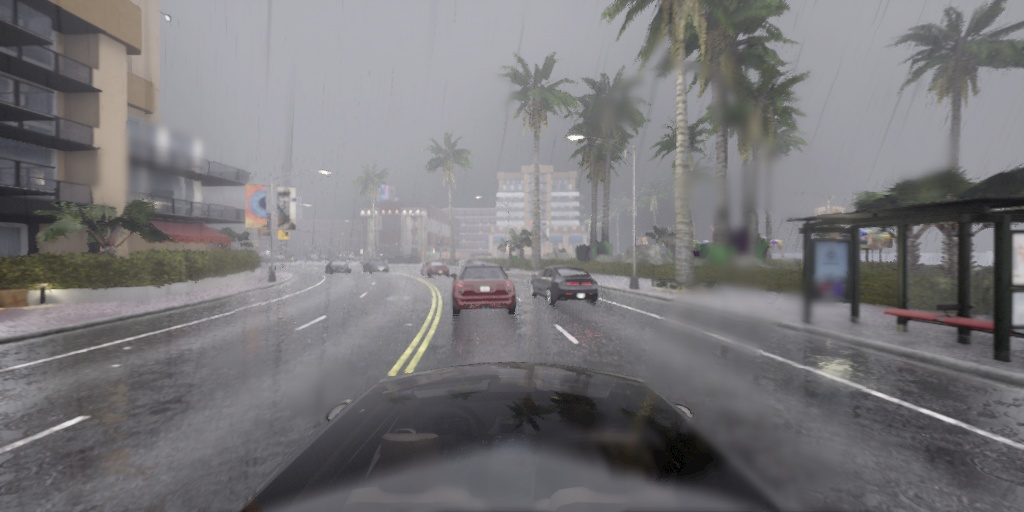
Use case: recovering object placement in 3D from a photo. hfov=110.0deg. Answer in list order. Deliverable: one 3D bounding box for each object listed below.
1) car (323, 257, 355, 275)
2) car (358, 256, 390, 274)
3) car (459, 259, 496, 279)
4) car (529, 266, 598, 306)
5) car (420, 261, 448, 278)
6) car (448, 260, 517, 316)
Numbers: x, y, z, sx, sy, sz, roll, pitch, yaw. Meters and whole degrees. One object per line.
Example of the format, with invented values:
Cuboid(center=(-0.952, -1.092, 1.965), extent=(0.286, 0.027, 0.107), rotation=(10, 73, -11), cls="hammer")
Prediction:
Cuboid(center=(-17.762, 1.141, 36.633), extent=(1.812, 1.442, 4.674), rotation=(0, 0, -35), cls="car")
Cuboid(center=(-14.284, 1.087, 37.586), extent=(2.128, 1.511, 4.902), rotation=(0, 0, -34), cls="car")
Cuboid(center=(-3.180, 1.060, 31.977), extent=(1.882, 1.535, 5.008), rotation=(0, 0, -23), cls="car")
Cuboid(center=(2.038, 1.165, 15.279), extent=(1.837, 1.490, 4.892), rotation=(0, 0, -11), cls="car")
Cuboid(center=(-6.814, 1.125, 31.602), extent=(1.812, 1.442, 4.674), rotation=(0, 0, -24), cls="car")
Cuboid(center=(-1.186, 1.038, 13.370), extent=(2.097, 1.767, 4.553), rotation=(0, 0, -9), cls="car")
